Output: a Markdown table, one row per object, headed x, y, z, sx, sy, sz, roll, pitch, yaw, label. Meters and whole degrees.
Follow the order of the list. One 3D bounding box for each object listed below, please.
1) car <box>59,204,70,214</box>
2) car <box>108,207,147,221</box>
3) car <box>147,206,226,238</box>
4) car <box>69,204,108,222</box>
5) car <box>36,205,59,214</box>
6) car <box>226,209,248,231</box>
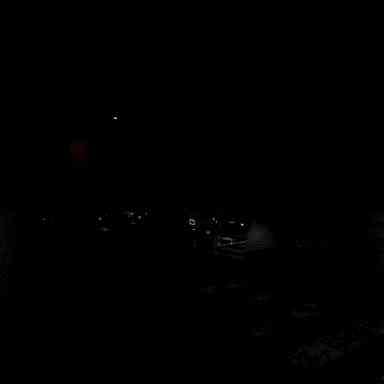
| x | y | z | sx | sy | sz | roll | pitch | yaw | label |
| --- | --- | --- | --- | --- | --- | --- | --- | --- | --- |
| -18.773 | 2.503 | 50.414 | 2.033 | 1.411 | 5.357 | 0 | -1 | -36 | car |
| -6.251 | 2.148 | 33.109 | 1.895 | 1.301 | 4.718 | 0 | -1 | -36 | car |
| -0.457 | 1.637 | 19.666 | 2.097 | 1.767 | 4.553 | 0 | -1 | -36 | car |
| -9.998 | 2.136 | 32.729 | 2.033 | 1.411 | 5.357 | 0 | -1 | -36 | car |
| -21.433 | 2.542 | 48.546 | 1.994 | 1.385 | 4.181 | 0 | -1 | -36 | car |
| 1.643 | 1.801 | 22.302 | 1.837 | 1.490 | 4.892 | 0 | -1 | -36 | car |
